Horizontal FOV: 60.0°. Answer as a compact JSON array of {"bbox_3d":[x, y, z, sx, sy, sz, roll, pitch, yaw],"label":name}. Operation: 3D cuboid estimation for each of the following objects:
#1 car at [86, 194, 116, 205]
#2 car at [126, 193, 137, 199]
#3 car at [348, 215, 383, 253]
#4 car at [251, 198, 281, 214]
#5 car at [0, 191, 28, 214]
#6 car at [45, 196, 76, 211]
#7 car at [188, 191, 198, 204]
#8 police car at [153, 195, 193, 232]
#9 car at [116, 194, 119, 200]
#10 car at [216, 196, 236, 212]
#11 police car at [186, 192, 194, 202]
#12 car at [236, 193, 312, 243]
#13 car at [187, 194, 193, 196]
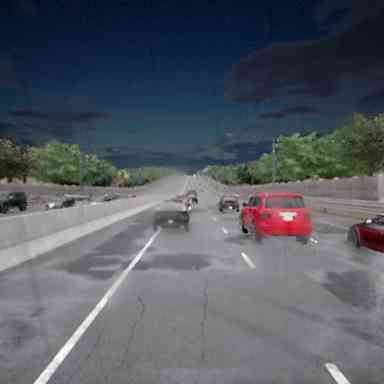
[{"bbox_3d":[-10.600,1.163,38.096,2.128,1.511,4.902,0,0,0],"label":"car"},{"bbox_3d":[-14.016,0.979,76.781,1.882,1.535,5.008,0,0,0],"label":"car"},{"bbox_3d":[7.098,1.437,11.350,1.994,1.385,4.181,0,1,0],"label":"car"},{"bbox_3d":[7.093,1.302,32.488,1.895,1.301,4.718,0,0,0],"label":"car"},{"bbox_3d":[-17.602,0.929,31.235,2.150,2.045,5.566,0,1,0],"label":"car"},{"bbox_3d":[-14.099,1.174,35.826,2.128,1.511,4.902,0,0,0],"label":"car"},{"bbox_3d":[-0.011,1.092,53.294,1.882,1.535,5.008,0,0,0],"label":"car"},{"bbox_3d":[-1.054,1.226,18.887,1.930,1.638,5.238,0,0,0],"label":"police car"},{"bbox_3d":[-17.515,1.054,73.446,2.033,1.411,5.357,0,0,0],"label":"car"},{"bbox_3d":[3.593,1.200,33.395,1.837,1.490,4.892,0,0,0],"label":"car"},{"bbox_3d":[-1.057,1.112,34.901,1.930,1.638,5.238,0,0,0],"label":"police car"},{"bbox_3d":[3.598,1.056,15.125,2.150,2.045,5.566,0,1,0],"label":"car"},{"bbox_3d":[-1.056,1.203,28.786,1.882,1.535,5.008,0,0,0],"label":"car"}]
